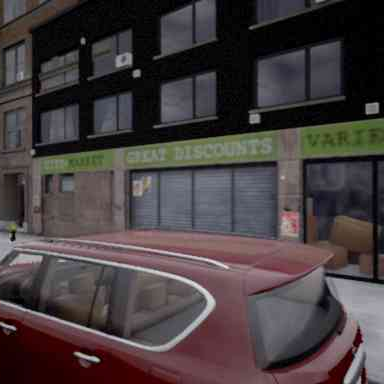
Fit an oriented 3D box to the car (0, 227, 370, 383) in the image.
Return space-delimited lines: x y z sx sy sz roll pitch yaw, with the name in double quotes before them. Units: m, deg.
"car" -0.905 1.315 3.494 5.009 1.841 2.192 0 0 35
